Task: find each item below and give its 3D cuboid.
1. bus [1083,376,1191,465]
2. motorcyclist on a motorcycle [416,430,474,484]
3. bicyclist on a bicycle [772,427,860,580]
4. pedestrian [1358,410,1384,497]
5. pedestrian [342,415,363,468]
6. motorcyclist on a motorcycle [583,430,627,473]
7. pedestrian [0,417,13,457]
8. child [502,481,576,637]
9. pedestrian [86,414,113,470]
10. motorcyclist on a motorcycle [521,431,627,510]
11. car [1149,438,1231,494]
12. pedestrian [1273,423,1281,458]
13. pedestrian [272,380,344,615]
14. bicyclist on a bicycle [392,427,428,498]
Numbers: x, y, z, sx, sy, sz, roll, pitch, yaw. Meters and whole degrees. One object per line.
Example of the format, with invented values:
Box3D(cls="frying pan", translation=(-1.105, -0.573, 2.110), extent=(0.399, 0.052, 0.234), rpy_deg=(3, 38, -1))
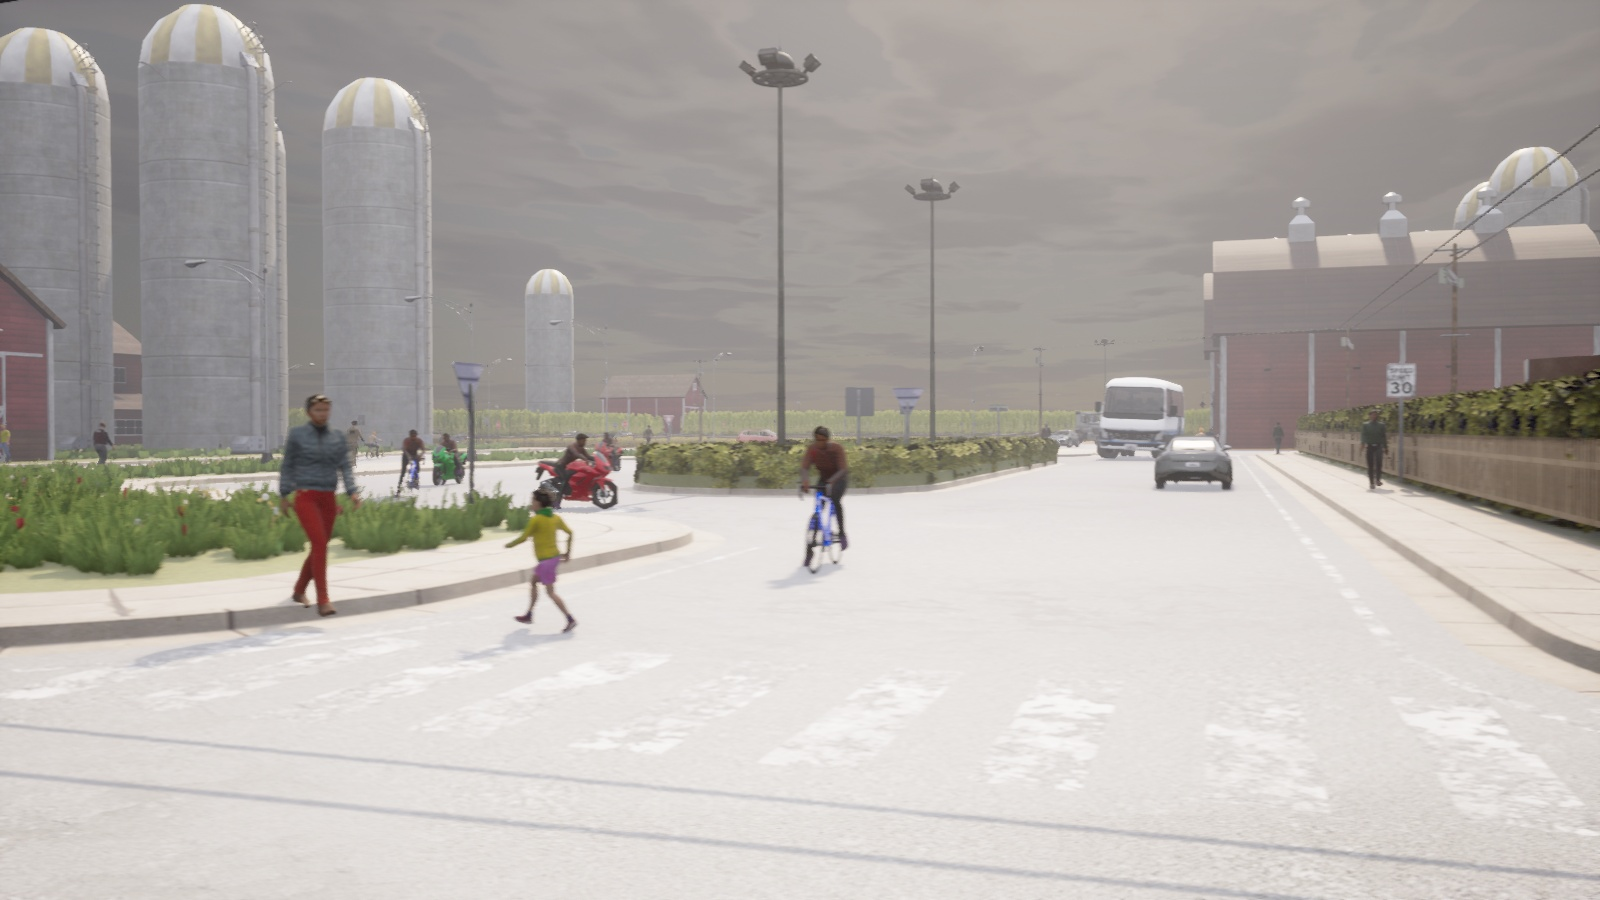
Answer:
Box3D(cls="bus", translation=(18.204, -1.559, 67.236), extent=(3.944, 4.253, 10.273), rpy_deg=(4, 2, 23))
Box3D(cls="motorcyclist on a motorcycle", translation=(-10.250, 0.189, 36.353), extent=(0.797, 1.523, 2.044), rpy_deg=(0, 1, 11))
Box3D(cls="bicyclist on a bicycle", translation=(0.208, 0.553, 14.194), extent=(0.582, 1.620, 1.656), rpy_deg=(0, 1, 16))
Box3D(cls="pedestrian", translation=(13.012, 0.072, 28.614), extent=(0.423, 1.949, 0.788), rpy_deg=(1, 1, 18))
Box3D(cls="pedestrian", translation=(-16.493, -0.322, 46.299), extent=(0.396, 1.930, 0.692), rpy_deg=(0, 1, 12))
Box3D(cls="motorcyclist on a motorcycle", translation=(-7.198, 0.039, 46.426), extent=(0.797, 1.523, 2.044), rpy_deg=(1, 1, 18))
Box3D(cls="pedestrian", translation=(-36.723, -0.586, 57.876), extent=(0.354, 1.836, 0.706), rpy_deg=(1, 1, 22))
Box3D(cls="child", translation=(-2.020, 0.829, 9.714), extent=(0.473, 1.160, 0.299), rpy_deg=(1, 1, 21))
Box3D(cls="pedestrian", translation=(-23.191, -0.270, 41.574), extent=(0.376, 1.854, 0.720), rpy_deg=(0, 1, 14))
Box3D(cls="motorcyclist on a motorcycle", translation=(-4.520, 0.391, 25.080), extent=(2.044, 1.523, 0.797), rpy_deg=(1, 1, 29))
Box3D(cls="car", translation=(10.620, 0.384, 34.098), extent=(1.994, 1.385, 4.181), rpy_deg=(1, 1, 18))
Box3D(cls="pedestrian", translation=(25.849, -0.511, 68.047), extent=(0.353, 1.847, 0.614), rpy_deg=(1, 1, 24))
Box3D(cls="pedestrian", translation=(-4.007, 0.367, 10.222), extent=(0.353, 1.847, 0.614), rpy_deg=(-1, 1, -42))
Box3D(cls="bicyclist on a bicycle", translation=(-9.195, 0.272, 29.600), extent=(0.582, 1.620, 1.656), rpy_deg=(0, 1, -25))
